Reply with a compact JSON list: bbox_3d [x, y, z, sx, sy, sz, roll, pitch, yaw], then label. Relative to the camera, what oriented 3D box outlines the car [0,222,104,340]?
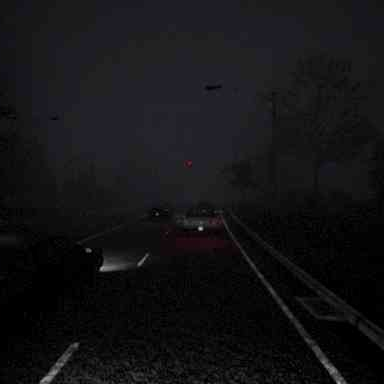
[{"bbox_3d":[-3.330,1.551,6.617,2.033,1.411,5.357,0,0,1],"label":"car"}]

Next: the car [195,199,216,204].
[{"bbox_3d":[1.365,1.532,34.230,1.837,1.490,4.892,0,0,4],"label":"car"}]

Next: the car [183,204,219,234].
[{"bbox_3d":[0.538,1.617,19.444,1.895,1.301,4.718,0,0,2],"label":"car"}]

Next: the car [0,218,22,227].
[{"bbox_3d":[-6.930,1.570,11.184,1.994,1.385,4.181,0,0,1],"label":"car"}]

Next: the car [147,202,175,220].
[{"bbox_3d":[-2.546,1.547,27.967,1.812,1.442,4.674,0,0,3],"label":"car"}]
